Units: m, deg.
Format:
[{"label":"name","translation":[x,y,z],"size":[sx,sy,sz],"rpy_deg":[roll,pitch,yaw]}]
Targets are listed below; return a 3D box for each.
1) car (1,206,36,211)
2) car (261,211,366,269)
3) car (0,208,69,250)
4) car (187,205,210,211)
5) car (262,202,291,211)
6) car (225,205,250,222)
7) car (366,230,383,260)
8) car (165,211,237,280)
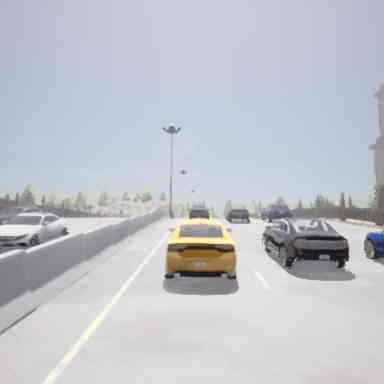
[{"label":"car","translation":[-10.254,1.611,19.568],"size":[2.128,1.511,4.902],"rpy_deg":[0,-1,1]},{"label":"car","translation":[3.789,1.653,11.800],"size":[2.128,1.511,4.902],"rpy_deg":[0,-1,1]},{"label":"car","translation":[-6.862,1.619,14.295],"size":[1.812,1.442,4.674],"rpy_deg":[0,-1,1]},{"label":"car","translation":[0.642,1.940,30.726],"size":[1.837,1.490,4.892],"rpy_deg":[0,-2,1]},{"label":"car","translation":[7.637,1.840,30.351],"size":[2.097,1.767,4.553],"rpy_deg":[0,-2,1]},{"label":"car","translation":[4.145,1.965,30.839],"size":[2.128,1.511,4.902],"rpy_deg":[0,-2,1]},{"label":"car","translation":[7.260,1.653,10.275],"size":[1.882,1.535,5.008],"rpy_deg":[0,-1,1]},{"label":"car","translation":[0.263,1.593,10.443],"size":[1.882,1.535,5.008],"rpy_deg":[0,-1,1]}]
